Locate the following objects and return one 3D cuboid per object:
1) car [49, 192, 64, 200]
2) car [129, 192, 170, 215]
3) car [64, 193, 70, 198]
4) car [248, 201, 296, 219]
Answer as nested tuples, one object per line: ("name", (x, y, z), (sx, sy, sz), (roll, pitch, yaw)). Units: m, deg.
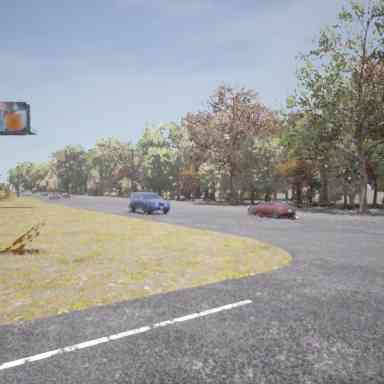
("car", (-30.473, 0.863, 73.994), (2.097, 1.767, 4.553), (0, 0, -26))
("car", (-4.227, 1.051, 32.089), (2.150, 2.045, 5.566), (0, 0, -34))
("car", (-34.281, 0.945, 89.169), (2.033, 1.411, 5.357), (0, 0, -34))
("car", (6.736, 1.452, 28.329), (1.994, 1.385, 4.181), (0, 0, -34))
